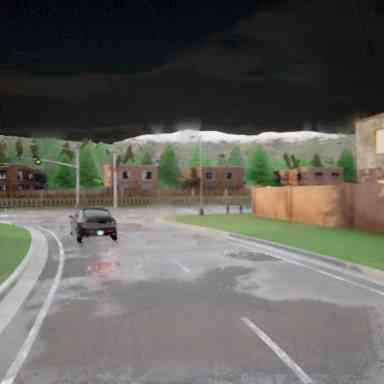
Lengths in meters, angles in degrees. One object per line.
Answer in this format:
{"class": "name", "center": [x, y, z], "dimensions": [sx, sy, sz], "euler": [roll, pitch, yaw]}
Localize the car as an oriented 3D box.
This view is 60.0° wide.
{"class": "car", "center": [-5.056, 1.570, 16.876], "dimensions": [1.837, 1.490, 4.892], "euler": [0, 0, -25]}
